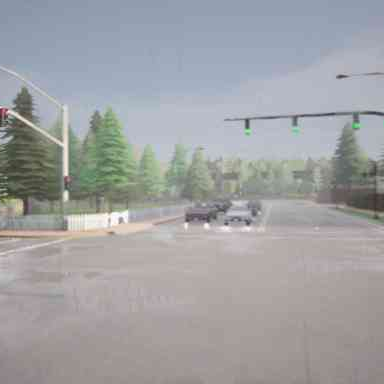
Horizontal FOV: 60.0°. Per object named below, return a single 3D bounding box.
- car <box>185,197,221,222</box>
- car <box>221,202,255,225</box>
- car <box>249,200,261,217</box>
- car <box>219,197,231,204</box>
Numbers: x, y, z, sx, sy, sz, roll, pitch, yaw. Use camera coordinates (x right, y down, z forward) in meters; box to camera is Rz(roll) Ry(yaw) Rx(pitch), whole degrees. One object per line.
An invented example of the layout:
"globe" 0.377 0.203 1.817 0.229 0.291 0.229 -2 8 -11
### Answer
"car" 0.860 1.629 29.173 2.097 1.767 4.553 -1 -1 14
"car" 3.695 1.737 26.069 1.812 1.442 4.674 -1 -1 14
"car" 5.889 1.871 34.902 1.895 1.301 4.718 -1 -1 14
"car" 3.436 1.568 39.527 2.150 2.045 5.566 -1 -1 14
